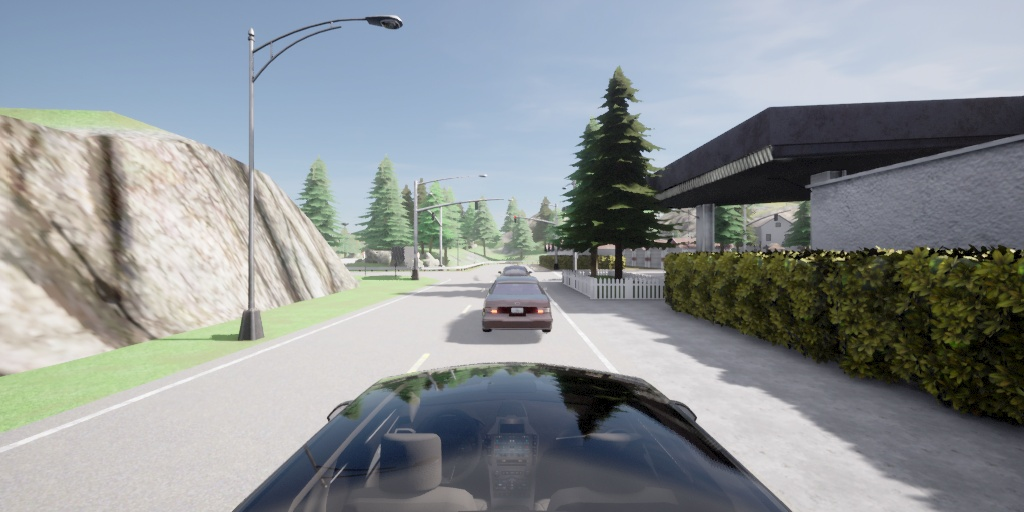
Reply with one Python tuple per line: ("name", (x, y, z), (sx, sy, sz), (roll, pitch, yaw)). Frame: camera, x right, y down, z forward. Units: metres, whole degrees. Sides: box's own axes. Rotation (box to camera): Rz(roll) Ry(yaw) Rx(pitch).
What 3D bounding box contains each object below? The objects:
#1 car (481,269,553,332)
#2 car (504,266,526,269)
("car", (0.136, 1.297, 10.772), (2.033, 1.411, 5.357), (0, 0, 0))
("car", (0.181, 1.276, 20.358), (1.812, 1.442, 4.674), (0, 0, 0))
